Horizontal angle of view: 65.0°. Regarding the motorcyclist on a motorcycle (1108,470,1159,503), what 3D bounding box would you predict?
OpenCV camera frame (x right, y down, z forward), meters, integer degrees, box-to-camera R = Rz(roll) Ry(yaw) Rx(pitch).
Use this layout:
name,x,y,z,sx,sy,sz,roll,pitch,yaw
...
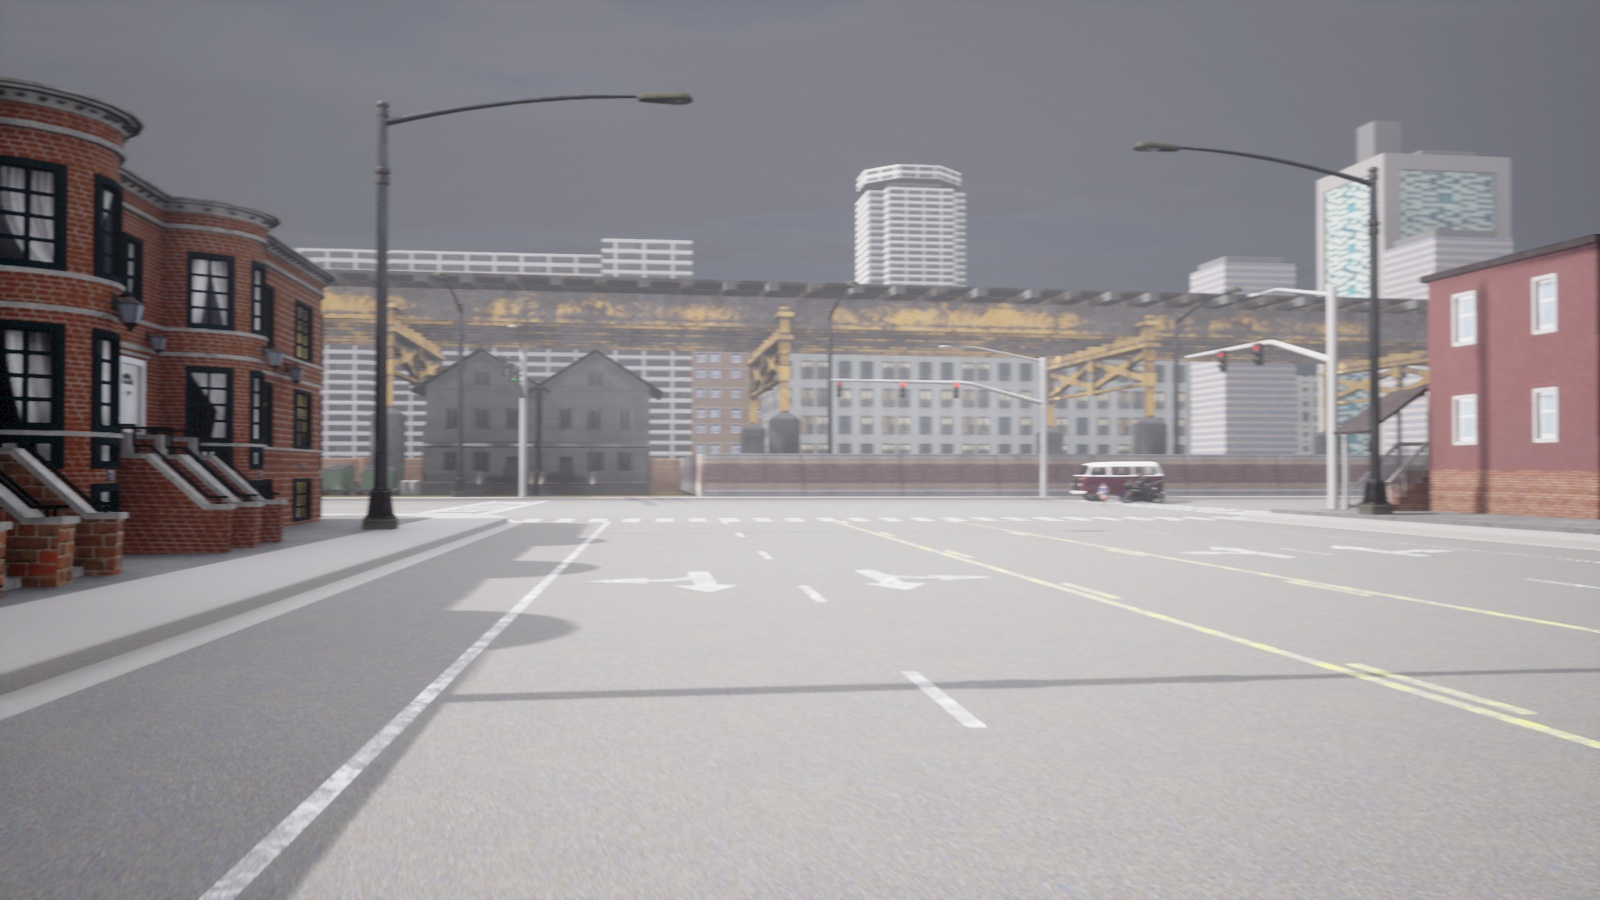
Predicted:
name,x,y,z,sx,sy,sz,roll,pitch,yaw
motorcyclist on a motorcycle,15.980,1.737,60.153,2.191,1.530,0.866,0,-1,-6

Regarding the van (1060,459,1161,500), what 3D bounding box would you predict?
name,x,y,z,sx,sy,sz,roll,pitch,yaw
van,15.697,1.486,63.650,4.480,2.038,2.069,0,-1,-7
